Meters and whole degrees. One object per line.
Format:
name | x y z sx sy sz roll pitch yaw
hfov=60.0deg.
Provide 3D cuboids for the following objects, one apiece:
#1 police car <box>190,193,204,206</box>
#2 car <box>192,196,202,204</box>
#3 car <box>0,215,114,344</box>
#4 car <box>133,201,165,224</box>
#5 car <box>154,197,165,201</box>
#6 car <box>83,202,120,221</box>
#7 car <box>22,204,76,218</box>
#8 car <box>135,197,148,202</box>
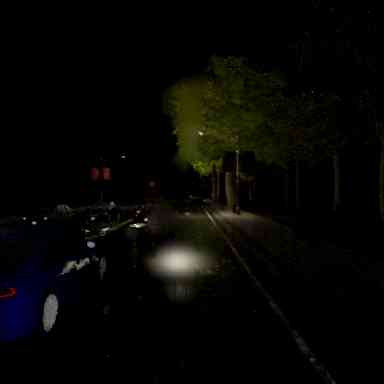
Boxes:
police car | 0.998 1.488 57.121 1.930 1.638 5.238 0 0 0
car | 1.003 1.601 67.011 1.837 1.490 4.892 0 0 0
car | -3.149 1.475 6.622 1.882 1.535 5.008 0 0 0
car | -3.139 1.608 24.994 1.895 1.301 4.718 0 0 0
car | -6.476 1.634 66.704 2.033 1.411 5.357 0 0 0
car | -6.590 1.498 24.569 2.128 1.511 4.902 0 0 0
car | -9.840 1.553 23.412 2.033 1.411 5.357 0 0 0
car | -9.740 1.646 64.518 1.994 1.385 4.181 0 0 1
